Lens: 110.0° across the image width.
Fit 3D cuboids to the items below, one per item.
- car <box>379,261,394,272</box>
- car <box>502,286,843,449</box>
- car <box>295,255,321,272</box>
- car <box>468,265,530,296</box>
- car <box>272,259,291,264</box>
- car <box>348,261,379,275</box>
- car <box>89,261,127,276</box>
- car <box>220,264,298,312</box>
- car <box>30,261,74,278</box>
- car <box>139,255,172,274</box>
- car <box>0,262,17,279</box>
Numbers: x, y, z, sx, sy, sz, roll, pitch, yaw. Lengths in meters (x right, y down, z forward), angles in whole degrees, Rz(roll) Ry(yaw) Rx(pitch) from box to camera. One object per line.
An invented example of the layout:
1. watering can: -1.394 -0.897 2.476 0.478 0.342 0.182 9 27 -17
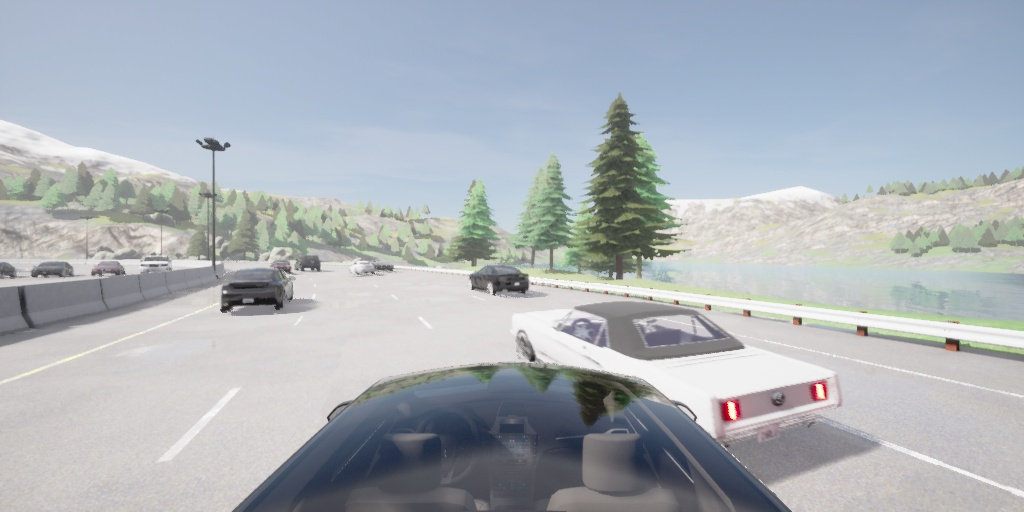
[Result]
1. car: -16.543 1.339 45.134 1.895 1.301 4.718 0 0 -37
2. car: 1.590 1.349 5.399 1.895 1.301 4.718 0 0 -21
3. car: -26.594 0.958 46.654 2.150 2.045 5.566 0 -1 -41
4. car: -0.860 1.222 19.519 1.882 1.535 5.008 0 0 -26
5. car: -26.622 1.342 41.070 1.895 1.301 4.718 0 0 -38
6. car: -16.240 1.267 38.745 1.812 1.442 4.674 0 0 -35
7. car: -40.977 1.286 36.477 1.812 1.442 4.674 0 0 -40
8. car: -10.019 1.253 14.344 1.837 1.490 4.892 0 0 -26
9. car: -43.500 1.264 34.028 1.837 1.490 4.892 0 0 -40
10. car: -38.095 0.956 38.476 2.150 2.045 5.566 0 0 -40
11. car: -46.178 1.265 31.773 1.837 1.490 4.892 0 0 -40
